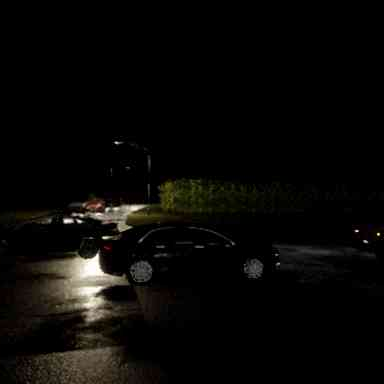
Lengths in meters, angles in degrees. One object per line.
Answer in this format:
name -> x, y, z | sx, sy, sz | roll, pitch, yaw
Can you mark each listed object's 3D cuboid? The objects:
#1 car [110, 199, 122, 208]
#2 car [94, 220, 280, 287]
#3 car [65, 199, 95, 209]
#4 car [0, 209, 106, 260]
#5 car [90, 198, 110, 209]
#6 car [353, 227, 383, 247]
car -> -12.699, 1.796, 54.298 | 1.812, 1.442, 4.674 | 1, -1, -1
car -> -0.023, 1.590, 9.176 | 4.892, 1.490, 1.837 | 1, -1, -11
car -> -10.656, 1.671, 30.933 | 1.994, 1.385, 4.181 | 1, 0, -8
car -> -5.078, 1.526, 11.962 | 4.902, 1.511, 2.128 | 1, -1, -11
car -> -11.849, 1.519, 40.786 | 2.097, 1.767, 4.553 | 1, 0, -5
car -> 9.813, 1.899, 14.906 | 4.718, 1.301, 1.895 | 1, -1, -8
